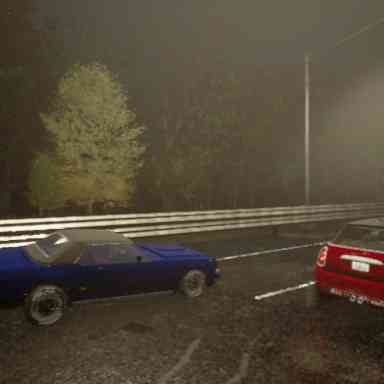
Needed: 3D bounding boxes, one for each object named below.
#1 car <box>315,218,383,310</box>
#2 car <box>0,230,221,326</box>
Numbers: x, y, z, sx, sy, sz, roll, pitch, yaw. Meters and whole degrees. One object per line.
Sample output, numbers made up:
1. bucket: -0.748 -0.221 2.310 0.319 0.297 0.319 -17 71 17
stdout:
1. car: 4.685 1.317 7.048 4.553 1.767 2.097 0 0 -35
2. car: -1.694 1.492 6.840 4.718 1.301 1.895 5 0 -35
